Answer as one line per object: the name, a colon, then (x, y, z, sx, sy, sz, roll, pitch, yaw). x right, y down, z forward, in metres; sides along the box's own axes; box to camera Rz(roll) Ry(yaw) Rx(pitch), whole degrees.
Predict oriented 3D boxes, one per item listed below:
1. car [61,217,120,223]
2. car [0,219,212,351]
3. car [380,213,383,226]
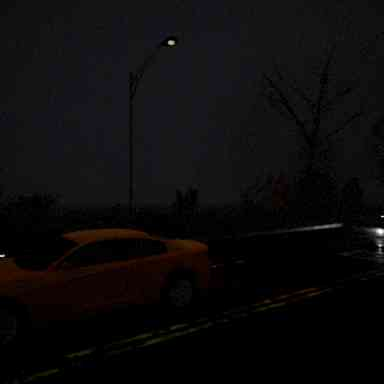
car: (-3.117, 1.484, 9.443, 4.902, 1.511, 2.128, 0, 0, -35)
car: (-1.923, 1.472, 6.304, 5.008, 1.535, 1.882, 0, 0, -35)
car: (14.108, 1.487, 21.601, 4.892, 1.490, 1.837, 0, 0, -35)
